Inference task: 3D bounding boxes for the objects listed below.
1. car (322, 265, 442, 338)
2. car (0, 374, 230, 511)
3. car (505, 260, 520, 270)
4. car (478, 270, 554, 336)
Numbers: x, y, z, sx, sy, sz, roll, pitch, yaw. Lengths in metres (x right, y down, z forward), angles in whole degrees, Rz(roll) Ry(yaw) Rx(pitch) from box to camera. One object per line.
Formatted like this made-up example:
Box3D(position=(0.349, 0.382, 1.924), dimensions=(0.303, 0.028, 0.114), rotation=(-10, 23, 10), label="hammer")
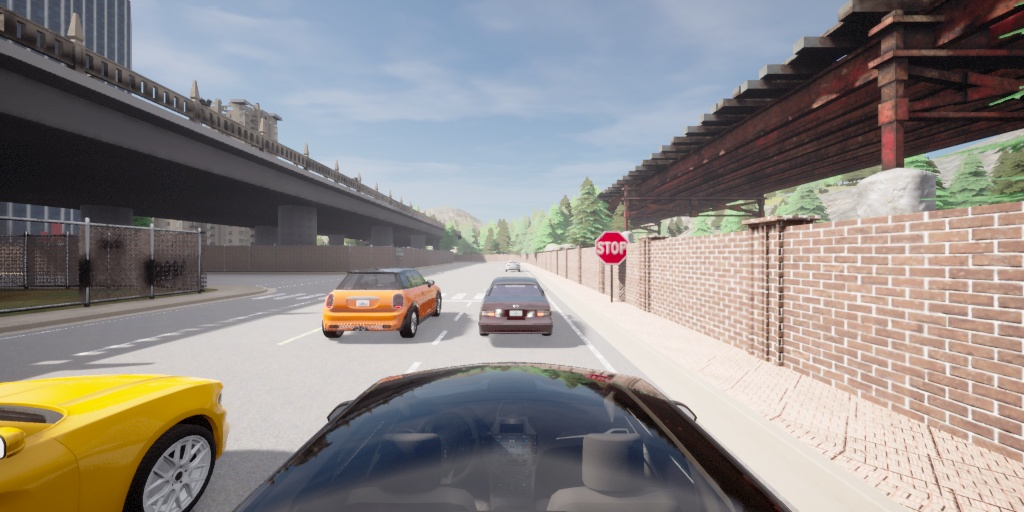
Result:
Box3D(position=(-3.414, 1.102, 10.326), dimensions=(2.097, 1.767, 4.553), rotation=(0, 0, 0), label="car")
Box3D(position=(-3.397, 1.228, 1.069), dimensions=(1.882, 1.535, 5.008), rotation=(0, 0, 0), label="car")
Box3D(position=(0.111, 1.276, 46.226), dimensions=(1.812, 1.442, 4.674), rotation=(0, 0, -1), label="car")
Box3D(position=(0.088, 1.297, 10.345), dimensions=(2.033, 1.411, 5.357), rotation=(0, 0, 0), label="car")
